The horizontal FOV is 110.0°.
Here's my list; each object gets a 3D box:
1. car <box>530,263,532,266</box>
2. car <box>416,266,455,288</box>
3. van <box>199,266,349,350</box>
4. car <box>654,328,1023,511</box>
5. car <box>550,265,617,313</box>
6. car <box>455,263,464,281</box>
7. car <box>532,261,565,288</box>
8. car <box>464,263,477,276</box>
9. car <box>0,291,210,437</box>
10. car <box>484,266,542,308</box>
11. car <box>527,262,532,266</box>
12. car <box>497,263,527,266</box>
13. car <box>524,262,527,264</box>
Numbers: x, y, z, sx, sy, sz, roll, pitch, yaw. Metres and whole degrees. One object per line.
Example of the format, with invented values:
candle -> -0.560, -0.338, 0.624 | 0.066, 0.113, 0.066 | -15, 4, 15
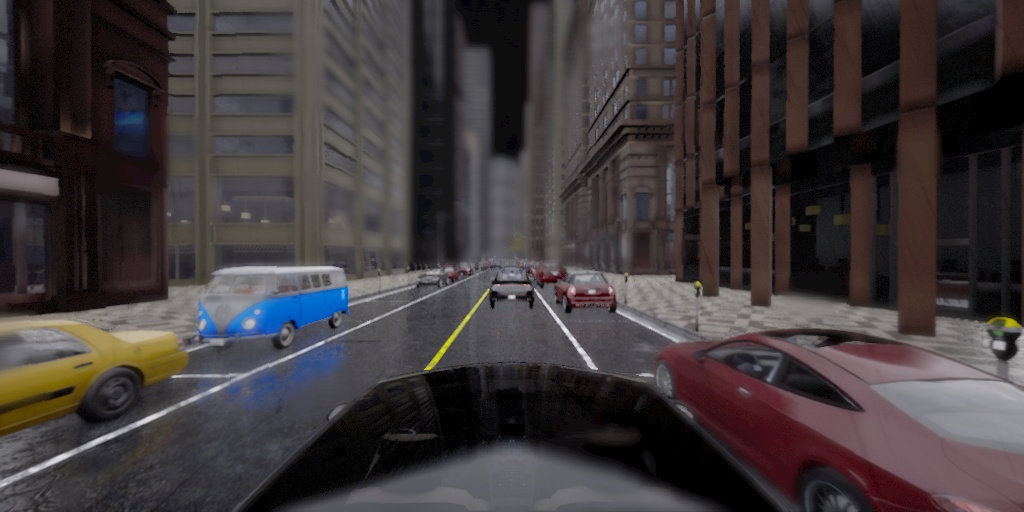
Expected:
car -> 2.847, 1.552, 31.702 | 1.751, 1.417, 4.829 | 0, 0, 0
car -> -5.677, 1.526, 25.897 | 2.007, 1.370, 4.403 | 0, 0, 0
van -> -5.672, 1.159, 9.024 | 1.690, 1.789, 3.998 | 0, 0, 0
car -> 2.856, 1.347, 3.412 | 1.802, 1.307, 4.207 | 0, 0, 0
car -> 2.852, 1.310, 14.660 | 1.967, 1.591, 4.097 | 0, 0, 0
car -> -5.679, 1.572, 31.522 | 1.888, 1.381, 4.507 | 0, 0, 0
car -> 2.849, 1.290, 25.908 | 2.192, 1.841, 5.009 | 0, 0, 0
car -> -5.683, 1.570, 42.770 | 1.967, 1.591, 4.097 | 0, 0, 0
car -> -5.670, 1.291, 3.230 | 1.751, 1.417, 4.829 | 0, 0, 0
car -> -0.001, 1.377, 16.133 | 2.128, 1.511, 4.902 | 0, 0, 0
car -> 2.845, 1.518, 37.157 | 1.967, 1.591, 4.097 | 0, 0, 0
car -> -0.009, 1.568, 30.829 | 2.033, 1.411, 5.357 | 0, 0, 0
car -> 3.122, 1.670, 49.701 | 1.882, 1.535, 5.008 | 0, -1, 0
